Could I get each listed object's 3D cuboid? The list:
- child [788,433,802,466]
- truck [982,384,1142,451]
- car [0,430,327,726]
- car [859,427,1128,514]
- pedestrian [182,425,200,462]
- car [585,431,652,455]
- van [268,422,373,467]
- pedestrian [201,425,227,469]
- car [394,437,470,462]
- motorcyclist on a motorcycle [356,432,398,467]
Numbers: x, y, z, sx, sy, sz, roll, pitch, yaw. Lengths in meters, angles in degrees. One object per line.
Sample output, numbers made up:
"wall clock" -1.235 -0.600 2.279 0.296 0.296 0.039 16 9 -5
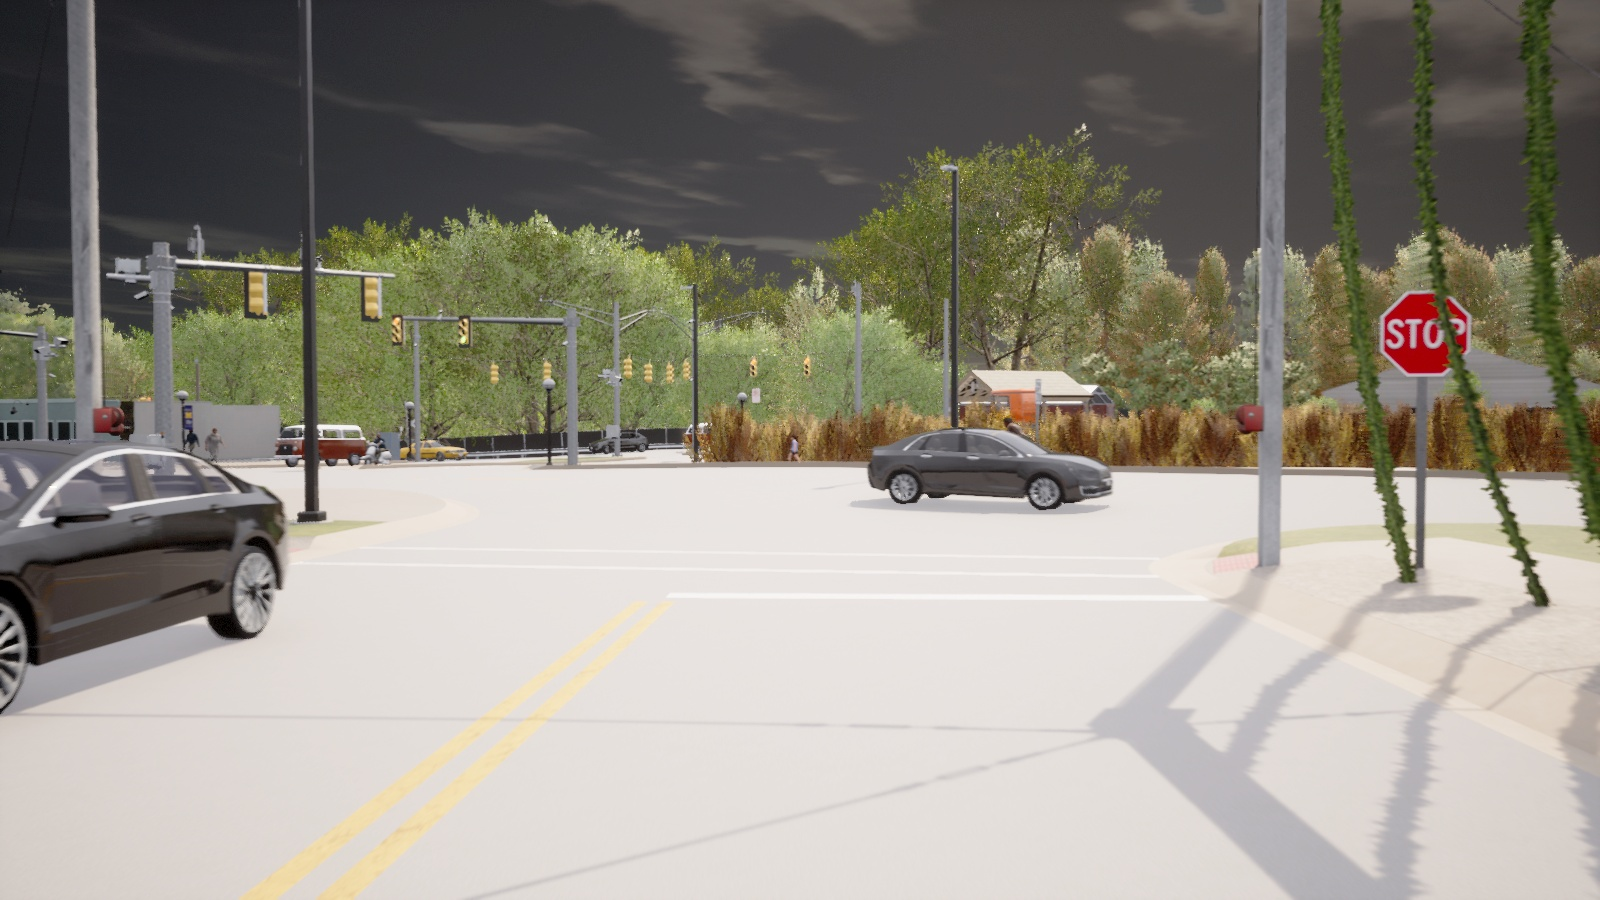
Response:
"child" -0.182 -0.024 42.335 0.394 1.110 0.255 1 2 27
"truck" 14.120 -1.705 67.878 7.936 3.462 2.891 0 2 30
"car" -5.067 0.638 7.897 2.128 1.511 4.902 0 1 3
"car" 3.759 0.339 24.702 4.892 1.490 1.837 1 3 29
"pedestrian" -30.260 -0.333 62.426 0.370 1.835 0.726 1 2 16
"car" -12.760 -0.522 88.391 4.193 1.474 1.816 -3 3 -34
"van" -22.937 -0.230 60.183 2.069 2.038 4.480 -1 -1 26
"pedestrian" -25.967 -0.144 55.615 0.873 1.952 0.659 1 2 35
"car" -25.064 -0.037 85.379 5.366 1.575 1.801 -1 2 32
"motorcyclist on a motorcycle" -19.608 -0.027 58.270 0.866 1.590 1.817 0 0 22
